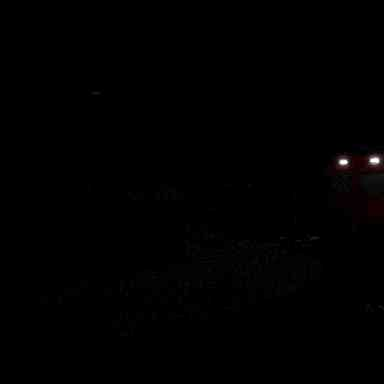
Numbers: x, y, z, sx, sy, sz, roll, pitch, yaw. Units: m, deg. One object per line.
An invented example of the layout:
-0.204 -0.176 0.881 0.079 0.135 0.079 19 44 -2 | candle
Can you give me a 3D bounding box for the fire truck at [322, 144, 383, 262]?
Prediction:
8.124 0.332 9.038 2.891 3.827 8.468 0 2 -35 | fire truck
